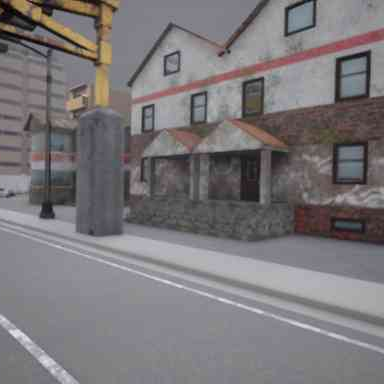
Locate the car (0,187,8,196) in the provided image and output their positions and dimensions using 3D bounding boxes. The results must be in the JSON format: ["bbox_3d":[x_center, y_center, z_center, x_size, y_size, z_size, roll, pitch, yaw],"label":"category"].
[{"bbox_3d":[-29.201,-0.148,47.860,4.536,1.218,1.853,1,1,-20],"label":"car"}]

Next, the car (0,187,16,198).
[{"bbox_3d":[-26.523,0.131,44.693,2.038,1.542,4.974,2,1,25],"label":"car"}]

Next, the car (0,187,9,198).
[{"bbox_3d":[-29.253,0.009,47.845,4.974,1.542,2.038,1,1,-20],"label":"car"}]

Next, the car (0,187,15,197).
[{"bbox_3d":[-26.498,-0.027,44.738,1.853,1.218,4.536,2,1,25],"label":"car"}]
